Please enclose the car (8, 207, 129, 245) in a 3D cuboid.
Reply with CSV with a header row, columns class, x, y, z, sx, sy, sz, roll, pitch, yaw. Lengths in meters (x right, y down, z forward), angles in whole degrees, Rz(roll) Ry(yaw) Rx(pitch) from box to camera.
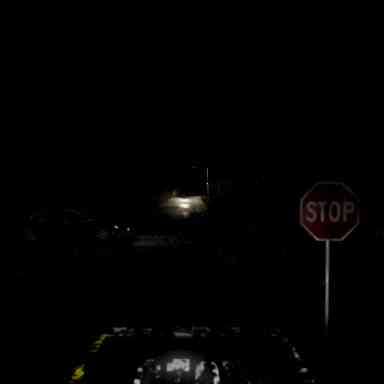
class,x,y,z,sx,sy,sz,roll,pitch,yaw
car,-5.216,1.412,14.393,4.892,1.490,1.837,0,1,-3
